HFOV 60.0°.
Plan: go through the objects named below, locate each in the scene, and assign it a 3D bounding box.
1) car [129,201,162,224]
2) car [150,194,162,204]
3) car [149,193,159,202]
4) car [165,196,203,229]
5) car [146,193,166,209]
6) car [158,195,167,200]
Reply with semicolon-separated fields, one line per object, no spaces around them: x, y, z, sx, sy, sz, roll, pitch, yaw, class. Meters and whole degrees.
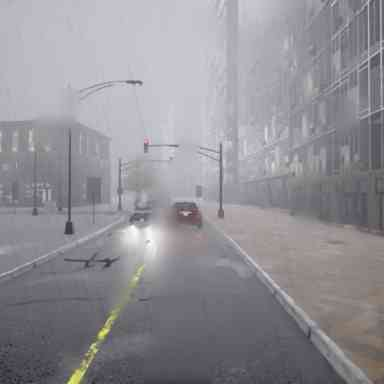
-3.526;1.599;24.949;1.895;1.301;4.718;0;0;-3;car
-6.731;1.329;61.785;2.097;1.767;4.553;0;0;-7;car
-8.780;1.189;76.973;2.150;2.045;5.566;0;0;-9;car
-0.531;1.353;21.908;2.097;1.767;4.553;0;0;-4;car
-4.931;1.209;44.706;2.150;2.045;5.566;0;0;-5;car
-7.780;1.391;87.652;1.895;1.301;4.718;0;0;-11;car
